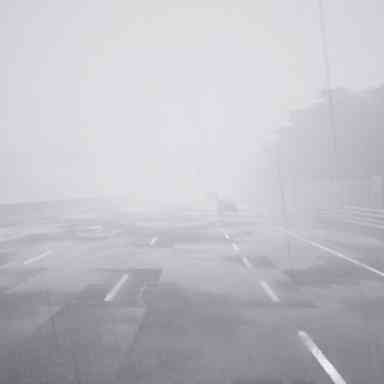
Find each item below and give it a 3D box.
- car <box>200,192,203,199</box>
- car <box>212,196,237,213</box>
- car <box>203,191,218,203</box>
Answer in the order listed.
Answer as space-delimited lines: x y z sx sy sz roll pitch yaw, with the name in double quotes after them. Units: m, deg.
3.491 0.969 78.663 1.994 1.385 4.181 0 1 0 "car"
3.497 1.395 34.436 2.033 1.411 5.357 0 0 0 "car"
3.494 0.865 58.432 2.150 2.045 5.566 0 1 0 "car"
